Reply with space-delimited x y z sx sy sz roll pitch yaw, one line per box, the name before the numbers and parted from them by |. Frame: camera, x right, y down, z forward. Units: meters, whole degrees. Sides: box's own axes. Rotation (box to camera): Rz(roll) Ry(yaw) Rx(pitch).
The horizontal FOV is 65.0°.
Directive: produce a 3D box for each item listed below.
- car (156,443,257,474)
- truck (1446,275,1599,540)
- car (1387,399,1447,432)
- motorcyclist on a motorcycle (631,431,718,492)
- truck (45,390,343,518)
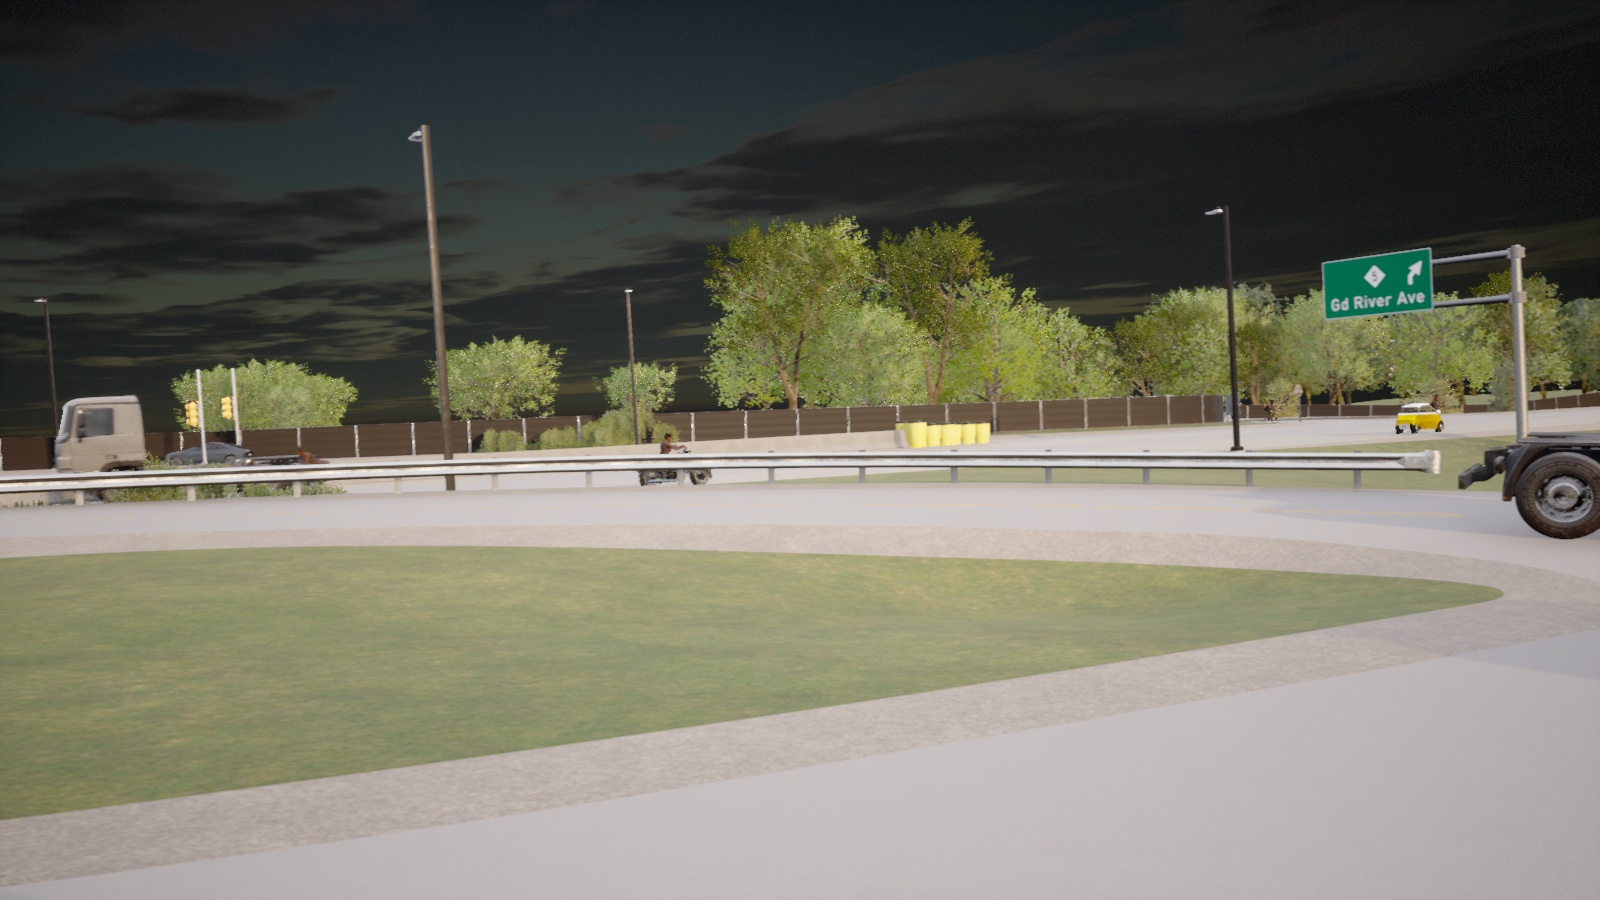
car | -30.325 0.412 64.262 4.181 1.385 1.994 -2 2 -6
truck | 13.073 -0.596 16.405 7.936 3.462 2.891 1 4 33
car | 28.170 -1.572 57.304 2.207 1.376 1.481 -4 2 -33
motorcyclist on a motorcycle | -3.643 0.316 36.620 2.350 1.649 0.766 -3 2 -33
truck | -18.833 0.005 39.271 7.936 3.462 2.891 -4 2 -33
